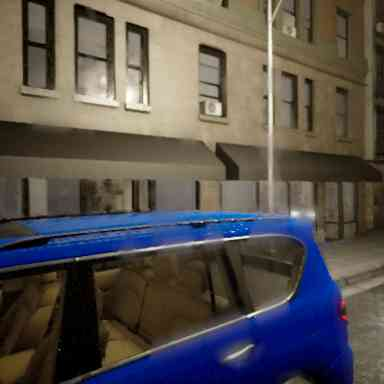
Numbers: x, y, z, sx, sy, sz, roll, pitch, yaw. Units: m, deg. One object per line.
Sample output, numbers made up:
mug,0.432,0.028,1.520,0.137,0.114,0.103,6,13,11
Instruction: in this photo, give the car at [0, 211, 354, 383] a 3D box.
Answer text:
car,-1.152,1.224,2.241,5.566,2.045,2.150,0,0,-36
